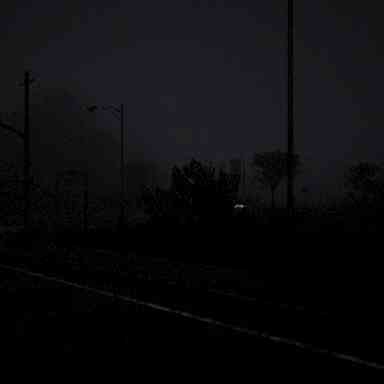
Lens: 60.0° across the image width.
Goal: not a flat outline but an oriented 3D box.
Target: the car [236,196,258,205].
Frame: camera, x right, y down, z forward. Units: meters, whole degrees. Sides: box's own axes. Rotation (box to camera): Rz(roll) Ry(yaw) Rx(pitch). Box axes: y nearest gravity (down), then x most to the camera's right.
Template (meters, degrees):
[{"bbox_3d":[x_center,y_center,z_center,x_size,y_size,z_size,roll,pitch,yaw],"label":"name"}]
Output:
[{"bbox_3d":[8.732,1.309,53.888,2.033,1.411,5.357,0,1,38],"label":"car"}]
